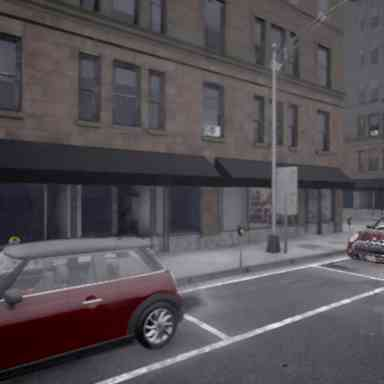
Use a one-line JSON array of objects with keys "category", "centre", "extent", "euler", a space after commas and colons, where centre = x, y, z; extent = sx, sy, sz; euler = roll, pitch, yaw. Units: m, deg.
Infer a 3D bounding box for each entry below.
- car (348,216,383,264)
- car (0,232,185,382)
[{"category": "car", "centre": [7.056, 1.495, 11.222], "extent": [4.097, 1.590, 1.967], "euler": [0, 0, -36]}, {"category": "car", "centre": [-2.195, 1.443, 4.622], "extent": [4.097, 1.590, 1.967], "euler": [0, 0, -36]}]
